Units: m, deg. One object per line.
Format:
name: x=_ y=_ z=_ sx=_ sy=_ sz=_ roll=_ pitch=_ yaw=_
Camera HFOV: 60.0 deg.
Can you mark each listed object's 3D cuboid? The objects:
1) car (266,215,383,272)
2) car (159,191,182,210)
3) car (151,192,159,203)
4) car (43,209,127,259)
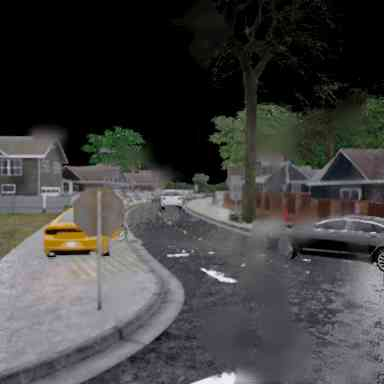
car: x=4.796 y=1.473 z=10.491 sx=4.902 sy=1.511 sz=2.128 roll=1 pitch=1 yaw=38
car: x=-2.282 y=0.846 z=37.361 sx=2.150 sy=2.045 sz=5.566 roll=-1 pitch=1 yaw=-4
car: x=-5.033 y=0.821 z=51.879 sx=2.097 sy=1.767 sz=4.553 roll=0 pitch=1 yaw=3
car: x=-3.636 y=1.272 z=11.851 sx=1.882 sy=1.535 sz=5.008 roll=0 pitch=1 yaw=-5
